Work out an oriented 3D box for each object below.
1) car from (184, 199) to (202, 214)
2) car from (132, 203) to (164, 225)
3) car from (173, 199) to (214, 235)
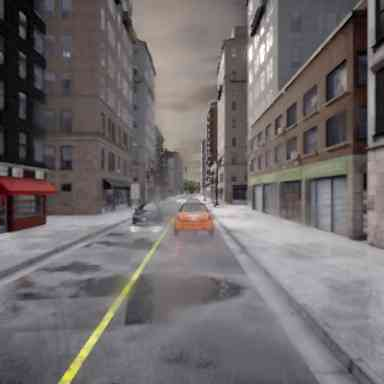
[{"bbox_3d":[0.088,1.514,36.771,1.837,1.490,4.892,0,0,0],"label":"car"},{"bbox_3d":[-3.084,1.529,23.962,1.812,1.442,4.674,0,0,0],"label":"car"},{"bbox_3d":[0.094,1.352,18.741,2.097,1.767,4.553,0,0,0],"label":"car"}]
